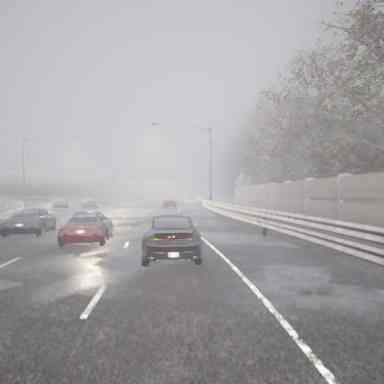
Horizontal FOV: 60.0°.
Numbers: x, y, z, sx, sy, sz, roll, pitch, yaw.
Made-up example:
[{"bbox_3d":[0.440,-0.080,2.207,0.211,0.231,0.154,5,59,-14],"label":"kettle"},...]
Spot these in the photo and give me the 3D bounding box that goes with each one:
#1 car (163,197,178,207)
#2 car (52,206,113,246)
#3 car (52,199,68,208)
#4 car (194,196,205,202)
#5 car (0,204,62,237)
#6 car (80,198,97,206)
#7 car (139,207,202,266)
[{"bbox_3d":[-3.047,1.488,47.691,1.882,1.535,5.008,0,0,1],"label":"car"},{"bbox_3d":[-4.817,1.581,15.461,1.994,1.385,4.181,0,0,-9],"label":"car"},{"bbox_3d":[-19.248,1.632,48.490,1.994,1.385,4.181,0,0,-27],"label":"car"},{"bbox_3d":[1.810,2.214,92.939,1.812,1.442,4.674,0,-3,8],"label":"car"},{"bbox_3d":[-8.832,1.595,18.342,1.994,1.385,4.181,0,0,-10],"label":"car"},{"bbox_3d":[-14.688,1.578,47.205,1.812,1.442,4.674,0,0,-26],"label":"car"},{"bbox_3d":[-0.769,1.508,11.698,1.837,1.490,4.892,0,0,-6],"label":"car"}]
